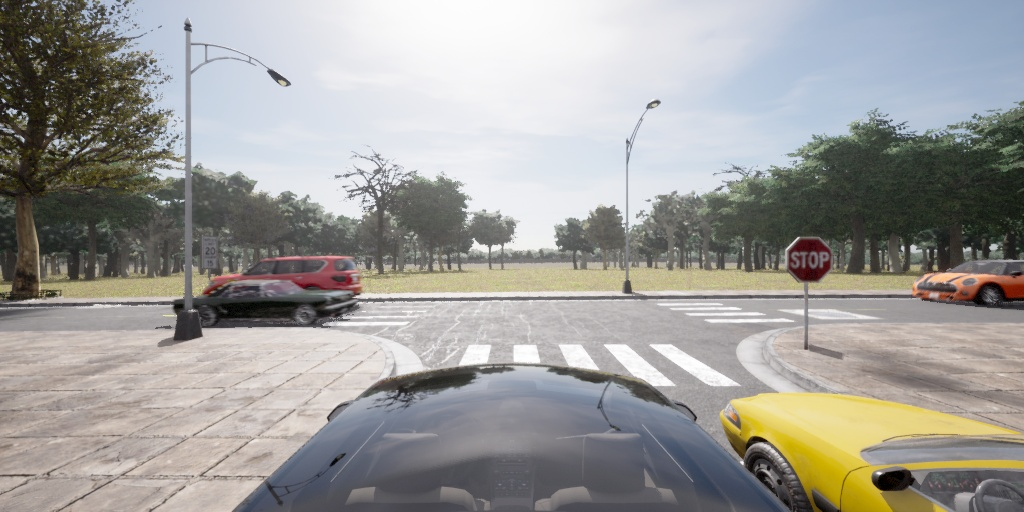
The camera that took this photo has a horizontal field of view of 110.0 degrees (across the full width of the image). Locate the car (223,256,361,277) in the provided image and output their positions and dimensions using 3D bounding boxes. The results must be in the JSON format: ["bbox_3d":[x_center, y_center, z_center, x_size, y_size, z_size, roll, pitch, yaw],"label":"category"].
[{"bbox_3d":[-8.857,1.054,14.176,5.566,2.045,2.150,-1,0,1],"label":"car"}]

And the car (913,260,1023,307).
[{"bbox_3d":[18.636,0.944,13.908,4.553,1.767,2.097,0,0,1],"label":"car"}]

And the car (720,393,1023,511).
[{"bbox_3d":[2.634,1.275,1.146,1.751,1.417,4.829,0,0,0],"label":"car"}]

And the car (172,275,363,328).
[{"bbox_3d":[-7.475,1.417,11.206,4.718,1.301,1.895,-1,0,1],"label":"car"}]
